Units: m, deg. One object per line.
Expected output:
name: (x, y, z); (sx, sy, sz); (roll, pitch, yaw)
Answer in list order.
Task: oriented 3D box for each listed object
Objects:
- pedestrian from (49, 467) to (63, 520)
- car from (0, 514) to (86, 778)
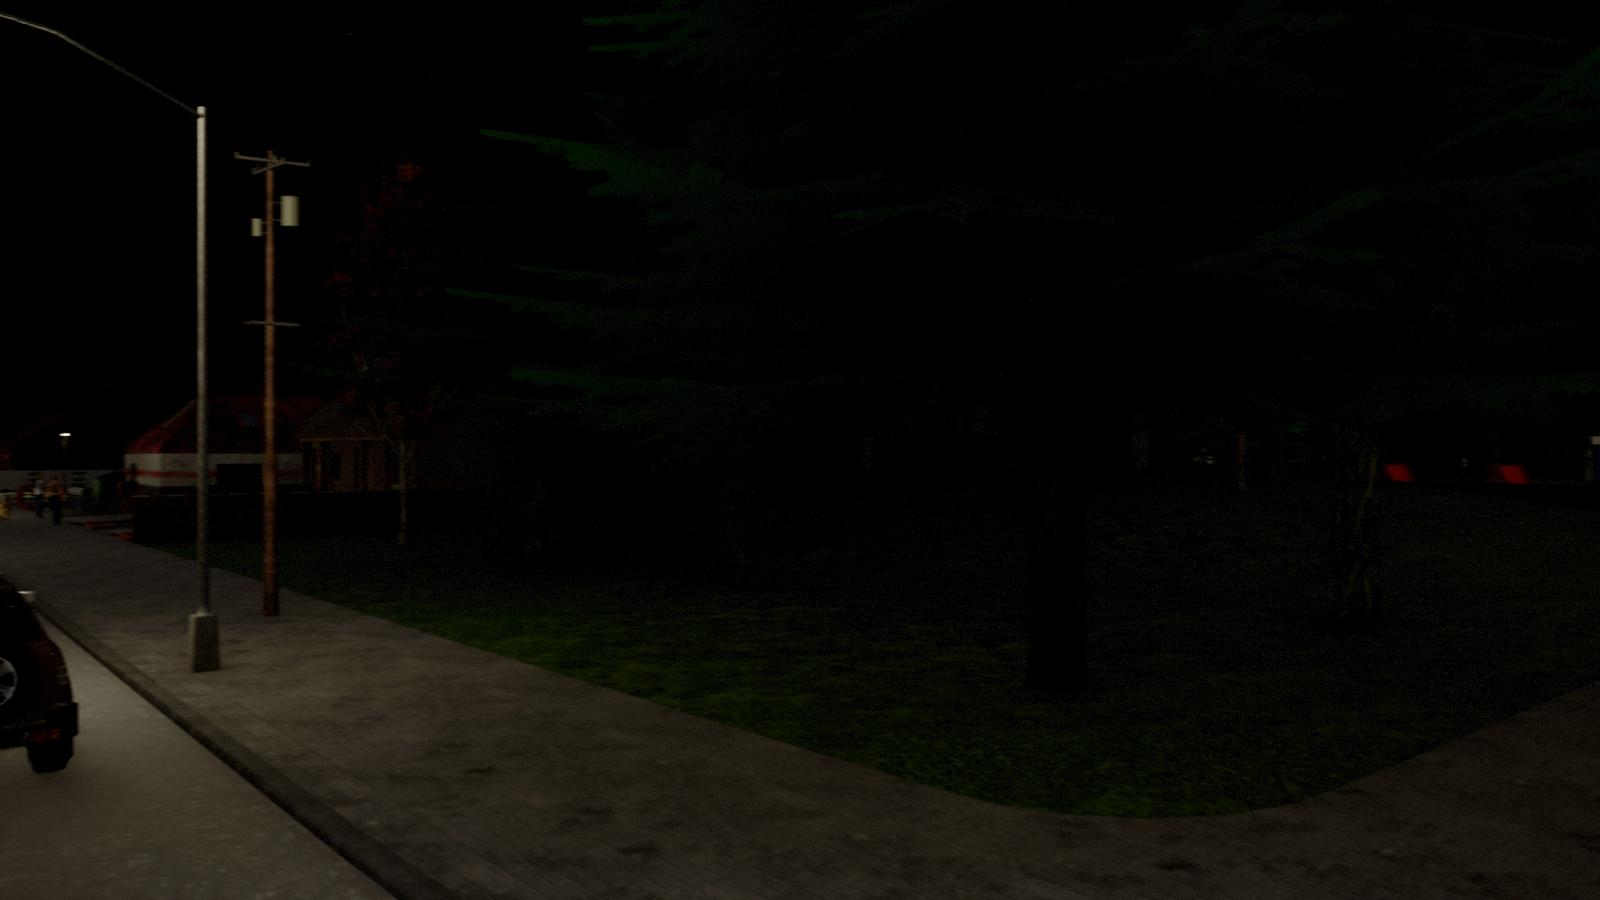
pedestrian: (-26.493, 1.550, 40.698); (0.375, 1.860, 0.375); (0, 0, -42)
car: (-8.062, 1.651, 10.497); (1.932, 1.855, 4.605); (0, 0, -40)
